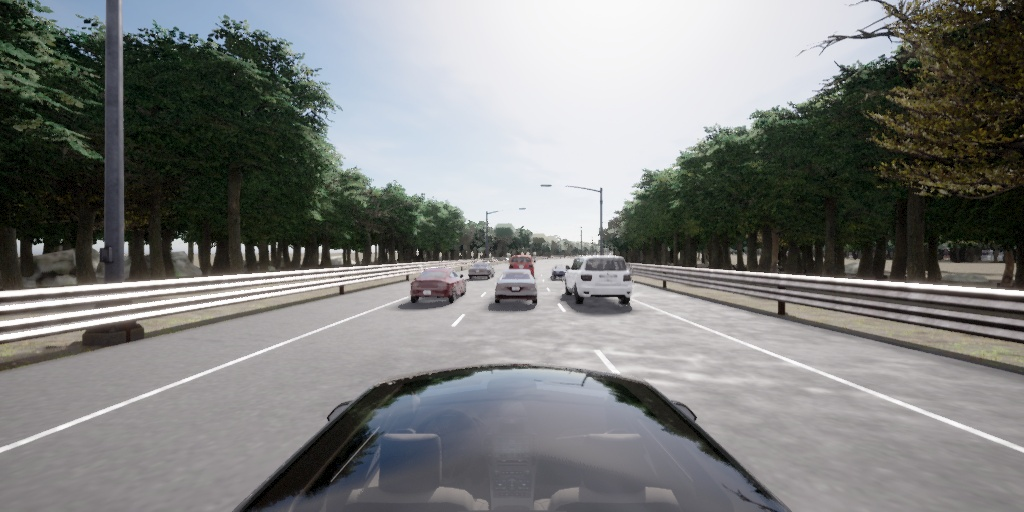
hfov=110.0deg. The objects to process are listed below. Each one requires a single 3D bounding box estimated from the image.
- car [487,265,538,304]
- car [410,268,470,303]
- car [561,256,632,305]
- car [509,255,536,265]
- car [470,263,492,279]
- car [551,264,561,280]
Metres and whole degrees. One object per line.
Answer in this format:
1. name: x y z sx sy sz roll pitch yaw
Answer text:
1. car: 0.222 1.302 16.330 2.033 1.411 5.357 0 0 2
2. car: -3.276 1.271 16.435 1.812 1.442 4.674 0 0 2
3. car: 3.722 0.997 16.254 2.150 2.045 5.566 0 0 2
4. car: 0.891 0.969 31.186 2.150 2.045 5.566 0 0 3
5. car: -2.604 1.273 31.367 2.033 1.411 5.357 0 0 3
6. car: 4.385 1.330 30.977 1.895 1.301 4.718 0 0 3
